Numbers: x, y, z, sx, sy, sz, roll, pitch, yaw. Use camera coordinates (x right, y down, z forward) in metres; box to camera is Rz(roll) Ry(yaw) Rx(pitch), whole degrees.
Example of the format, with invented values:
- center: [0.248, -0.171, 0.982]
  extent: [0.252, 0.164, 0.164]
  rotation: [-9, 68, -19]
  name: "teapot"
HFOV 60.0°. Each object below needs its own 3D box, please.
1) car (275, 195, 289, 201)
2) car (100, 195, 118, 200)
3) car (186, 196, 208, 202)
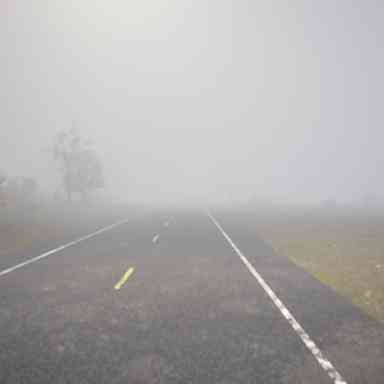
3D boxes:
- center: [22.820, 1.573, 87.048]
  extent: [4.892, 1.490, 1.837]
  rotation: [0, 0, -2]
  name: "car"
- center: [-21.730, 1.381, 85.796]
  extent: [5.008, 1.535, 1.882]
  rotation: [0, 0, -2]
  name: "car"
- center: [1.200, 1.557, 79.413]
  extent: [5.357, 1.411, 2.033]
  rotation: [0, 0, -2]
  name: "car"
